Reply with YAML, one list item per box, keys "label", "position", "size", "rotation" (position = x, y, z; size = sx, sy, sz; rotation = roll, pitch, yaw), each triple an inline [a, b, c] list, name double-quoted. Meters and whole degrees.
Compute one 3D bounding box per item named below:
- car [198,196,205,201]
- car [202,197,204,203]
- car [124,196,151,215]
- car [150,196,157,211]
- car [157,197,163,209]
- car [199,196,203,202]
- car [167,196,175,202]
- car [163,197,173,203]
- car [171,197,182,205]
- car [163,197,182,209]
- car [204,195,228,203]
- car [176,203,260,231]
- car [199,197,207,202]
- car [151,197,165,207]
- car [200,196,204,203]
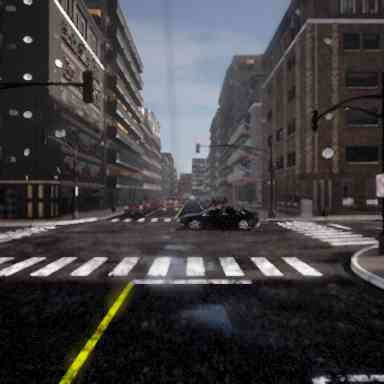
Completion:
- label: "car"
  position: [2.708, 1.906, 95.092]
  size: [1.887, 1.381, 4.507]
  rotation: [0, 0, 0]
- label: "car"
  position: [2.699, 1.651, 45.354]
  size: [1.752, 1.417, 4.829]
  rotation: [0, 0, 0]
- label: "car"
  position: [-5.684, 1.525, 34.095]
  size: [1.967, 1.590, 4.097]
  rotation: [0, 0, 0]
- label: "car"
  position: [-5.683, 1.545, 39.640]
  size: [1.967, 1.590, 4.097]
  rotation: [0, 0, 0]
- label: "car"
  position: [-5.682, 1.440, 45.184]
  size: [2.192, 1.841, 5.009]
  rotation: [0, 0, 0]
- label: "car"
  position: [2.701, 1.712, 56.275]
  size: [1.887, 1.381, 4.507]
  rotation: [0, 0, 0]
- label: "car"
  position: [-5.674, 1.877, 89.532]
  size: [1.887, 1.381, 4.507]
  rotation: [0, 0, 0]
- label: "car"
  position: [-5.676, 1.817, 78.444]
  size: [1.887, 1.381, 4.507]
  rotation: [0, 0, 0]
- label: "car"
  position: [-3.002, 1.708, 65.624]
  size: [1.837, 1.490, 4.892]
  rotation: [0, 0, 0]
- label: "car"
  position: [-3.066, 1.491, 49.082]
  size: [2.097, 1.767, 4.553]
  rotation: [0, 0, 0]
- label: "car"
  position: [2.696, 1.399, 34.092]
  size: [2.192, 1.841, 5.009]
  rotation: [0, 0, 0]
- label: "car"
  position: [1.651, 1.615, 20.363]
  size: [4.892, 1.490, 1.837]
  rotation: [0, 0, 0]
- label: "car"
  position: [2.706, 1.853, 84.002]
  size: [2.008, 1.369, 4.403]
  rotation: [0, 0, 0]
- label: "car"
  position: [-5.680, 1.607, 56.271]
  size: [1.967, 1.590, 4.097]
  rotation: [0, 0, 0]
- label: "car"
  position: [2.700, 1.711, 50.729]
  size: [1.947, 1.339, 4.313]
  rotation: [0, 0, 0]
